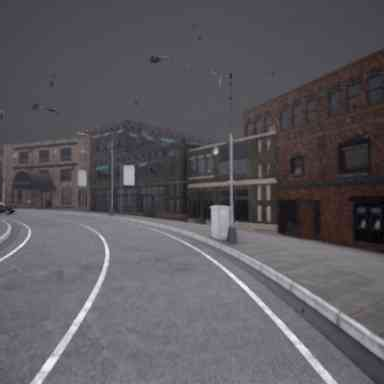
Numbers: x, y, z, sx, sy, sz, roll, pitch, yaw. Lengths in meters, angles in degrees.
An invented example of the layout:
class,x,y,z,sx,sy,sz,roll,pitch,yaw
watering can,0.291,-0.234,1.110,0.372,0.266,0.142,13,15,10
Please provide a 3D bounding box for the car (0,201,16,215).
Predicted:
class,x,y,z,sx,sy,sz,roll,pitch,yaw
car,-20.716,1.648,35.115,5.357,1.411,2.033,0,-1,36
